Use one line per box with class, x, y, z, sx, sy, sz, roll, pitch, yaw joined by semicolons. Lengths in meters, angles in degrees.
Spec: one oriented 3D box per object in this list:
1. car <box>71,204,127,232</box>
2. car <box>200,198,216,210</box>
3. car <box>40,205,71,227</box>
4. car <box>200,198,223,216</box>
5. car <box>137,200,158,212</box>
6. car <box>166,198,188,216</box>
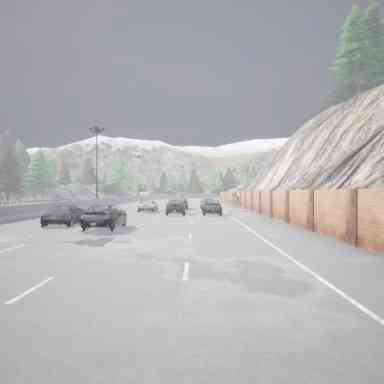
car;-5.205;1.491;20.067;2.128;1.511;4.902;0;0;1
car;2.036;1.525;43.189;1.812;1.442;4.674;0;0;1
car;-8.679;1.564;22.896;1.994;1.385;4.181;0;0;1
car;1.929;1.491;32.738;2.128;1.511;4.902;0;0;1
car;-5.012;1.601;38.321;1.895;1.301;4.718;0;0;1
car;-1.570;1.505;32.931;1.837;1.490;4.892;0;0;0
